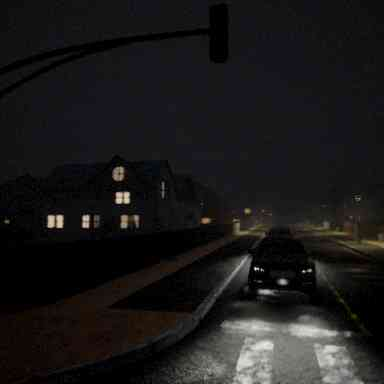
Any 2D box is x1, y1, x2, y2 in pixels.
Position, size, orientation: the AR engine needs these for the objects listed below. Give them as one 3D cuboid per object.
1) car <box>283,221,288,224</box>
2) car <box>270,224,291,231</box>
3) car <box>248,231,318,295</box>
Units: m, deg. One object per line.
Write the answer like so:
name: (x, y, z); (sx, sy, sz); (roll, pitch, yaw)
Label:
car: (11.763, 4.920, 44.298); (2.033, 1.411, 5.357); (-1, -5, 15)
car: (6.241, 3.228, 23.425); (2.128, 1.511, 4.902); (-1, -5, 15)
car: (3.035, 2.289, 11.166); (2.128, 1.511, 4.902); (-1, -5, 15)
